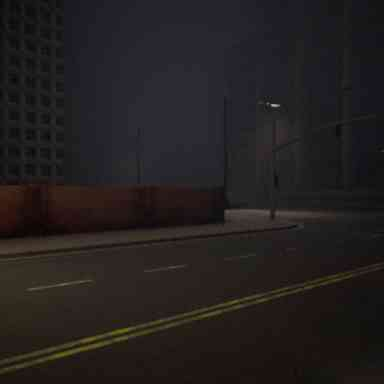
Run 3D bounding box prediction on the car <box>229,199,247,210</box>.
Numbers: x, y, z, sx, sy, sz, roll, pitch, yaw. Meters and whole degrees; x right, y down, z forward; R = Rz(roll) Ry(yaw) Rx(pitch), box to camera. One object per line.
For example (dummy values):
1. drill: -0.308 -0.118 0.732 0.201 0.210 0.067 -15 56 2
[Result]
1. car: 5.037 1.607 44.052 1.895 1.301 4.718 0 0 -35
